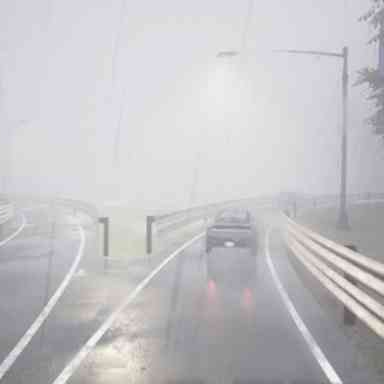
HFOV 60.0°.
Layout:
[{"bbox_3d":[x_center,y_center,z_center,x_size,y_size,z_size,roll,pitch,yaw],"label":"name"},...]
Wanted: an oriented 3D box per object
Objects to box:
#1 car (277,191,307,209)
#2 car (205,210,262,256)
[{"bbox_3d":[11.457,0.889,37.633,2.150,2.045,5.566,0,1,34],"label":"car"},{"bbox_3d":[1.699,1.461,13.177,2.128,1.511,4.902,0,0,11],"label":"car"}]
